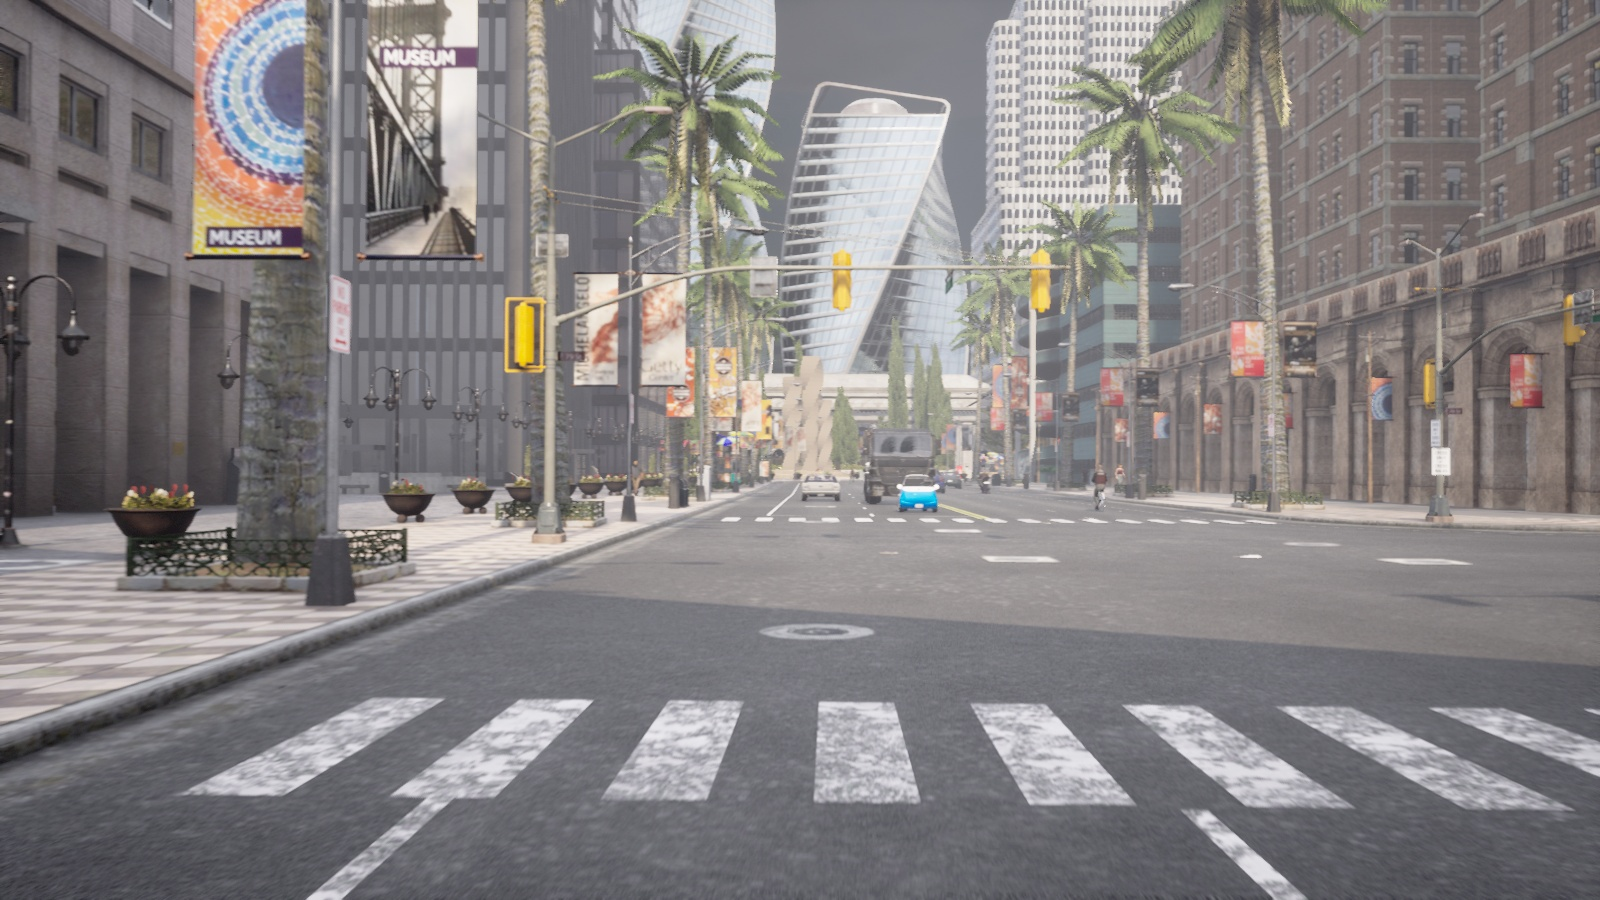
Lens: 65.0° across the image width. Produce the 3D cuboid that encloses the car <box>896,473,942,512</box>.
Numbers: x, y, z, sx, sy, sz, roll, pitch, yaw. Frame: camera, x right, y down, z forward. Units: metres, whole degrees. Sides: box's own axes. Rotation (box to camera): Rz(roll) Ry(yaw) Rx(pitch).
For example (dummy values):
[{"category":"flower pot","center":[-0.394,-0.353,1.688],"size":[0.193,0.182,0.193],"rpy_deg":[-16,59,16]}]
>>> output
[{"category":"car","center":[4.307,1.535,45.694],"size":[1.481,1.376,2.207],"rpy_deg":[0,-1,1]}]

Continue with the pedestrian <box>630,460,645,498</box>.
[{"category":"pedestrian","center":[-7.918,1.406,61.221],"size":[0.540,1.848,0.694],"rpy_deg":[0,-1,6]}]

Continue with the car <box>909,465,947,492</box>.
[{"category":"car","center":[8.455,1.883,83.184],"size":[2.097,1.767,4.553],"rpy_deg":[0,-1,0]}]

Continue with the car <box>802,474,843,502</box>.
[{"category":"car","center":[1.094,1.822,61.271],"size":[1.895,1.301,4.718],"rpy_deg":[0,-1,1]}]

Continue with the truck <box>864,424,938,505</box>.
[{"category":"truck","center":[4.527,0.673,57.561],"size":[2.891,3.462,7.936],"rpy_deg":[0,-1,1]}]
